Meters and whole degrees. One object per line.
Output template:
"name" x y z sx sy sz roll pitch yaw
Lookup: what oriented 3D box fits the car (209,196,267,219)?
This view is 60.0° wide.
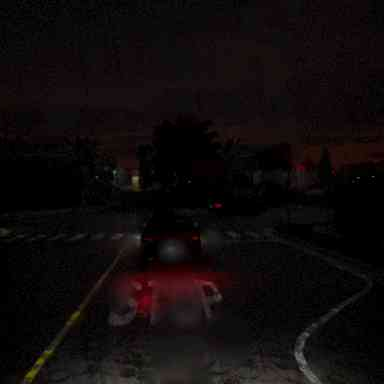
"car" 4.304 1.409 31.442 5.566 2.045 2.150 0 -1 -22

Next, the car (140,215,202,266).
"car" -0.773 1.543 11.969 1.882 1.535 5.008 0 -1 -4
